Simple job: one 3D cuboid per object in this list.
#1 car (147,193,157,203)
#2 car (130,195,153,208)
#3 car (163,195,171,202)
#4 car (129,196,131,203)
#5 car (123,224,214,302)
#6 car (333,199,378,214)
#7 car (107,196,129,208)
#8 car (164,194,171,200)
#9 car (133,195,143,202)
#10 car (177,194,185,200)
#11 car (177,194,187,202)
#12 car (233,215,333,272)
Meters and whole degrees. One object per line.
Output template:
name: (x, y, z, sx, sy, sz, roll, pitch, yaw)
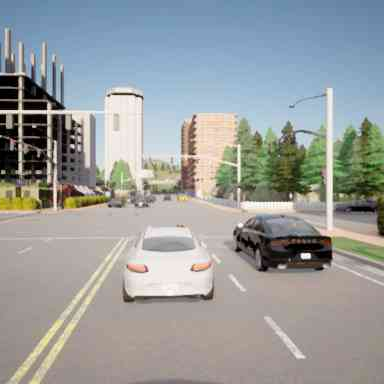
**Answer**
car: (-8.275, 1.471, 63.961, 1.837, 1.490, 4.892, 0, 0, -4)
car: (-7.089, 1.467, 47.195, 2.128, 1.511, 4.902, 0, 0, -4)
car: (-5.732, 1.478, 77.691, 2.128, 1.511, 4.902, 0, 0, -4)
car: (-11.740, 1.459, 63.319, 2.128, 1.511, 4.902, 0, 0, -4)
car: (-0.597, 1.521, 8.162, 1.812, 1.442, 4.674, 0, 0, -5)
car: (17.025, 1.473, 34.053, 4.902, 1.511, 2.128, 0, 0, -3)
car: (-10.563, 1.523, 46.679, 2.033, 1.411, 5.357, 0, 0, -4)
car: (-6.362, 1.335, 86.261, 1.994, 1.385, 4.181, 0, 0, -4)
car: (-12.800, 1.426, 78.367, 1.882, 1.535, 5.008, 0, 0, -4)
car: (-2.871, 1.260, 86.518, 1.882, 1.535, 5.008, 0, 0, -4)
car: (-2.169, 1.431, 76.971, 1.882, 1.535, 5.008, 0, 0, -4)
car: (2.665, 1.472, 10.903, 1.882, 1.535, 5.008, 0, 0, -5)
